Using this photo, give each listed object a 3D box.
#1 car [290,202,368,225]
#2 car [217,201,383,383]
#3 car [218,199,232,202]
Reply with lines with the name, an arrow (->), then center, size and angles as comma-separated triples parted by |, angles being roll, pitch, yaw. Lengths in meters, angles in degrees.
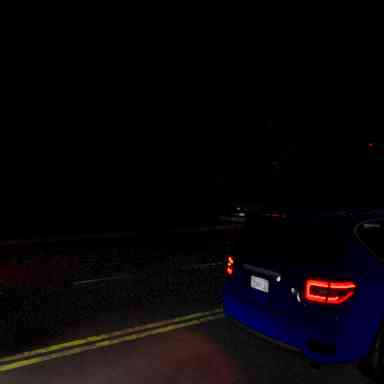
car -> 10.211, 1.548, 25.345 | 2.033, 1.411, 5.357 | 0, 0, -31
car -> 3.083, 1.221, 5.546 | 5.566, 2.045, 2.150 | 0, 0, -33
car -> 3.551, 1.492, 36.507 | 2.128, 1.511, 4.902 | 0, 0, -31
